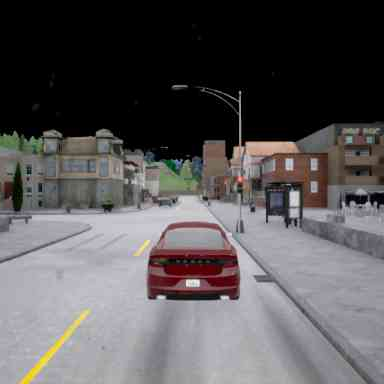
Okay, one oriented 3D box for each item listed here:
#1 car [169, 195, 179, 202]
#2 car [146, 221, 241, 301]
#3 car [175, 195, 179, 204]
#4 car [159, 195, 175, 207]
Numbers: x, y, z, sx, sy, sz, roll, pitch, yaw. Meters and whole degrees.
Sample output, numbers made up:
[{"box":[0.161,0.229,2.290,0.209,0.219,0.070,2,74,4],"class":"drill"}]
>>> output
[{"box":[-4.012,1.500,74.995,1.837,1.490,4.892,0,0,0],"class":"car"},{"box":[0.049,1.478,8.416,1.882,1.535,5.008,0,0,1],"class":"car"},{"box":[-4.056,1.600,62.980,1.895,1.301,4.718,0,0,0],"class":"car"},{"box":[-4.108,1.504,51.988,1.837,1.490,4.892,0,0,0],"class":"car"}]
